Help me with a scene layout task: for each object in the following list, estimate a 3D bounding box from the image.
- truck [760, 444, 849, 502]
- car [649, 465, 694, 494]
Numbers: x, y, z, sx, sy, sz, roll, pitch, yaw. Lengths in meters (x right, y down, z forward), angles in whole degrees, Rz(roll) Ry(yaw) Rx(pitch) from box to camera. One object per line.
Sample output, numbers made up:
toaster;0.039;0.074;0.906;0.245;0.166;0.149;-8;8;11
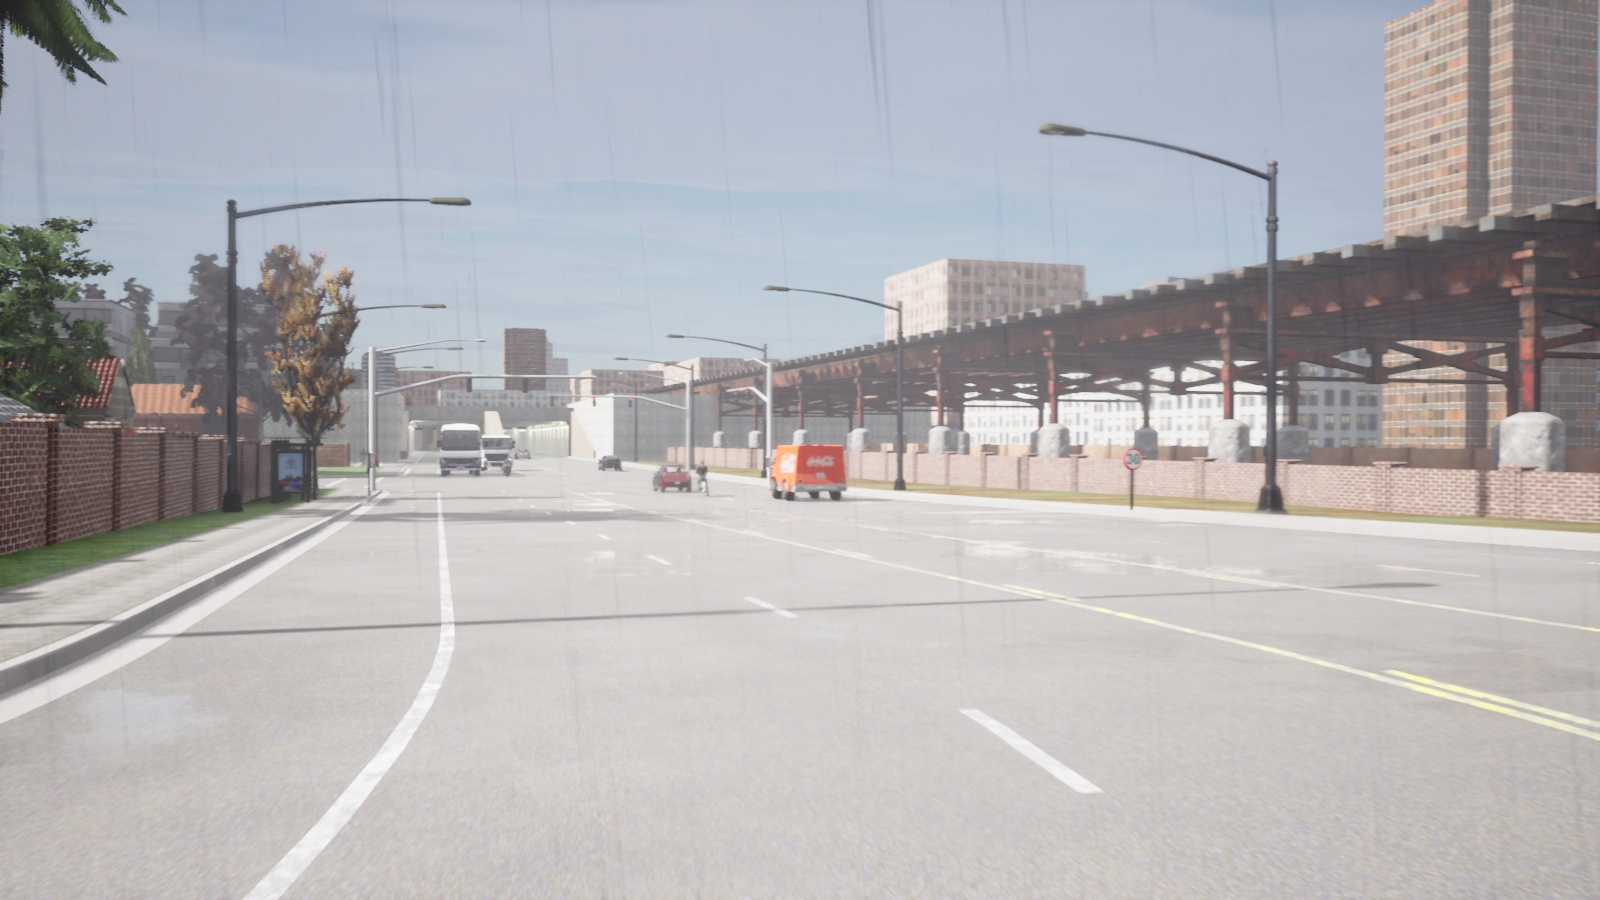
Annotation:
truck;0.143;1.003;56.476;2.627;2.467;5.204;0;0;-16
car;-7.073;1.617;68.747;1.845;1.501;3.633;0;0;-16
